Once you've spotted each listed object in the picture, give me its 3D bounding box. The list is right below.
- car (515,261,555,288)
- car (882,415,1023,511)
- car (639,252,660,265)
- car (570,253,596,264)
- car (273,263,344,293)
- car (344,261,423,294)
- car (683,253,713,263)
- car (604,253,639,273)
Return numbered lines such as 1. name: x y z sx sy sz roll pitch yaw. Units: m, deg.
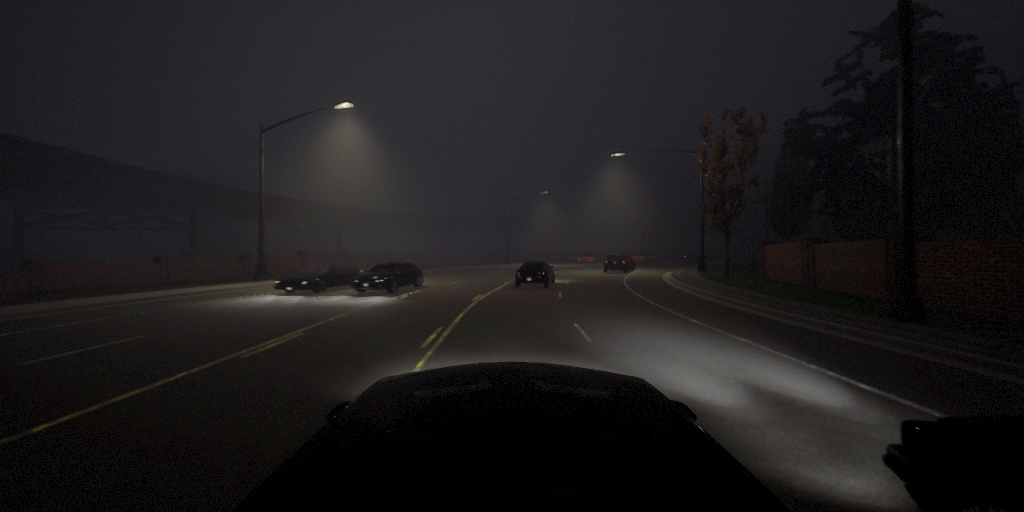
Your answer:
1. car: 1.419 1.000 21.142 1.812 1.442 4.674 -1 1 13
2. car: 3.600 1.368 0.382 1.895 1.301 4.718 0 1 0
3. car: 18.543 0.282 49.612 4.553 1.767 2.097 -1 1 -38
4. car: 11.295 0.357 56.826 4.553 1.767 2.097 -1 0 -40
5. car: -9.872 1.092 19.108 2.033 1.411 5.357 0 1 8
6. car: -6.278 1.043 18.743 1.837 1.490 4.892 -1 0 10
7. car: 26.703 0.259 51.343 4.902 1.511 2.128 -1 0 -30
8. car: 10.184 0.573 33.631 2.097 1.767 4.553 0 1 30
